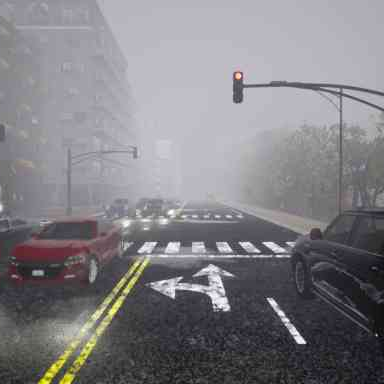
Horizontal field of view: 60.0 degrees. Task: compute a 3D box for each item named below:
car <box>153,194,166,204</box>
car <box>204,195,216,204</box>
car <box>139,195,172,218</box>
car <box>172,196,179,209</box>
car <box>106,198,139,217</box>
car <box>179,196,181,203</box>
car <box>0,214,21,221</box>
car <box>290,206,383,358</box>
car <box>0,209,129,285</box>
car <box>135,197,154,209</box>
[{"bbox_3d":[-6.396,1.373,65.316,2.097,1.767,4.553,0,0,1],"label":"car"},{"bbox_3d":[3.493,1.373,64.862,2.097,1.767,4.553,0,0,0],"label":"car"},{"bbox_3d":[-3.286,1.363,30.770,2.097,1.767,4.553,0,0,0],"label":"car"},{"bbox_3d":[-3.252,1.500,44.512,2.128,1.511,4.902,0,0,0],"label":"car"},{"bbox_3d":[-6.531,1.363,31.030,2.097,1.767,4.553,0,0,0],"label":"car"},{"bbox_3d":[-3.115,1.570,67.273,2.033,1.411,5.357,0,0,1],"label":"car"},{"bbox_3d":[-6.580,1.490,10.443,2.128,1.511,4.902,0,0,0],"label":"car"},{"bbox_3d":[3.374,1.221,5.292,2.150,2.045,5.566,0,0,-2],"label":"car"},{"bbox_3d":[-3.331,1.477,9.700,1.882,1.535,5.008,0,0,0],"label":"car"},{"bbox_3d":[-6.498,1.512,45.958,1.837,1.490,4.892,0,0,0],"label":"car"}]
